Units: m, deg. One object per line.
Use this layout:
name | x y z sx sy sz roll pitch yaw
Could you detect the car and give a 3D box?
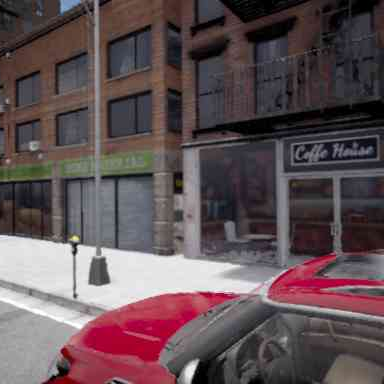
car | 1.202 1.315 1.952 5.009 1.841 2.192 -1 -1 35
